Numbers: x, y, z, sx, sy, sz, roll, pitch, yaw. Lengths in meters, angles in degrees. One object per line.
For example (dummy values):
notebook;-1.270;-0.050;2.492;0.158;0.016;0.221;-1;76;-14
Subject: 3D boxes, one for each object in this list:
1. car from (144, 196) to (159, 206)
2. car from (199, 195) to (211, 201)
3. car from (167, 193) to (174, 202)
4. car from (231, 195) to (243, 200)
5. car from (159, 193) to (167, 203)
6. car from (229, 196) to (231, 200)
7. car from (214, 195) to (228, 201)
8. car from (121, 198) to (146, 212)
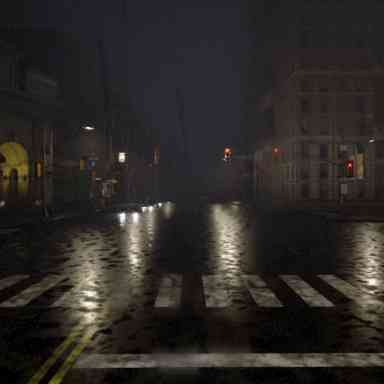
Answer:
car;-7.055;1.497;54.323;2.128;1.511;4.902;0;0;0
car;3.319;1.533;85.421;1.812;1.442;4.674;0;0;22
car;-5.790;1.234;79.542;2.150;2.045;5.566;0;0;10
car;12.491;1.510;94.189;1.837;1.490;4.892;0;0;41
car;-6.953;1.499;69.205;2.128;1.511;4.902;0;0;0
car;8.269;1.476;94.410;1.882;1.535;5.008;0;0;38
car;7.120;1.534;85.397;2.128;1.511;4.902;0;0;25
car;-7.075;1.605;39.288;1.895;1.301;4.718;0;0;0
